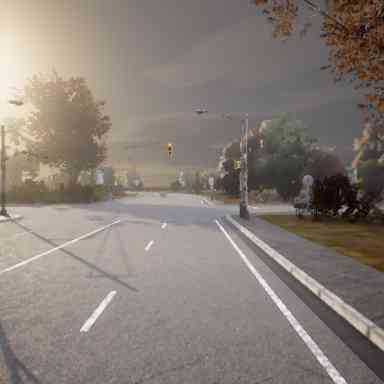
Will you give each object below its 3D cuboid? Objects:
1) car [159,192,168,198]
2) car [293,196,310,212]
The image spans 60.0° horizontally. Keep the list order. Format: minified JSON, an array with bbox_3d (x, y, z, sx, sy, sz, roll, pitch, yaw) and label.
[{"bbox_3d":[-7.548,0.678,88.047,1.837,1.490,4.892,0,1,-3],"label":"car"},{"bbox_3d":[12.723,1.188,33.623,4.892,1.490,1.837,0,0,-3],"label":"car"}]
